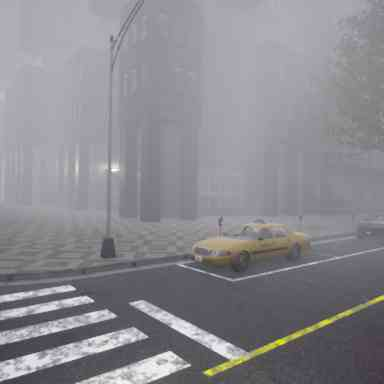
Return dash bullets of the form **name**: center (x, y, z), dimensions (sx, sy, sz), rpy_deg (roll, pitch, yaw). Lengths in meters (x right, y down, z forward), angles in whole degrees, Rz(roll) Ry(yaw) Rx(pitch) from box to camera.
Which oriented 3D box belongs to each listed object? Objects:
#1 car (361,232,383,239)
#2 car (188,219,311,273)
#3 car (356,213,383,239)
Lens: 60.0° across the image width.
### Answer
- **car**: center (5.594, 1.601, 6.553), dimensions (4.902, 1.511, 2.128), rpy_deg (1, -1, -39)
- **car**: center (2.074, 1.630, 11.121), dimensions (4.829, 1.417, 1.752), rpy_deg (1, 0, -39)
- **car**: center (10.470, 1.803, 17.833), dimensions (4.507, 1.381, 1.887), rpy_deg (1, 0, -39)
